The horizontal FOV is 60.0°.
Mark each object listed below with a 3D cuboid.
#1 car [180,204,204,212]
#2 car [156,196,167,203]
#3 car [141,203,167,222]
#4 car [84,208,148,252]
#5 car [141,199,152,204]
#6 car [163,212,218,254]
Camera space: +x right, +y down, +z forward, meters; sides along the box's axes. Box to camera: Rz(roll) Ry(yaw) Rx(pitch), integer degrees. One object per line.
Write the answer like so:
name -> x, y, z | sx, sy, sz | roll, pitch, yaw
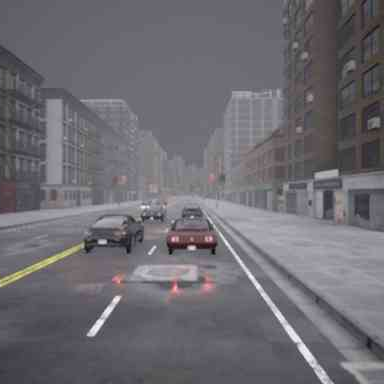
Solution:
car -> 0.011, 1.781, 29.277 | 1.837, 1.490, 4.892 | 0, 0, 0
car -> -6.482, 1.885, 71.444 | 2.150, 2.045, 5.566 | 0, -1, 0
car -> -3.241, 1.872, 29.096 | 1.895, 1.301, 4.718 | 0, 0, 0
car -> -3.244, 1.660, 14.382 | 1.812, 1.442, 4.674 | 0, 0, 0
car -> -9.732, 2.185, 71.473 | 2.128, 1.511, 4.902 | 0, -1, 0
car -> 0.004, 1.733, 14.093 | 1.895, 1.301, 4.718 | 0, 0, 0
